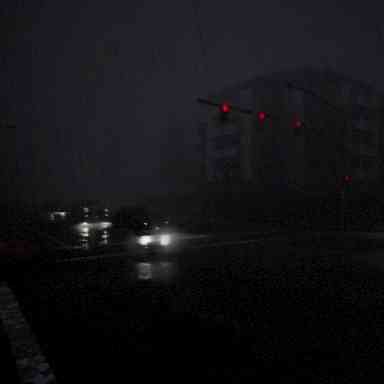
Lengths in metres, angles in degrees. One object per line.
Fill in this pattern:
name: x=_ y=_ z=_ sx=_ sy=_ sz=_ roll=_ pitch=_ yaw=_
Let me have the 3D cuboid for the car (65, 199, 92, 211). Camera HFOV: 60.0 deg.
car: x=-15.308 y=1.654 z=44.646 sx=2.033 sy=1.411 sz=5.357 roll=1 pitch=0 yaw=-34

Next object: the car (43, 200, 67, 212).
car: x=-16.709 y=1.622 z=40.254 sx=2.033 sy=1.411 sz=5.357 roll=1 pitch=0 yaw=-34

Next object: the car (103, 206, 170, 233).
car: x=-3.384 y=1.622 z=20.430 sx=2.033 sy=1.411 sz=5.357 roll=1 pitch=0 yaw=-34

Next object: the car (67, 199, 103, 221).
car: x=-8.832 y=1.426 z=28.497 sx=2.097 sy=1.767 sz=4.553 roll=1 pitch=0 yaw=-34
